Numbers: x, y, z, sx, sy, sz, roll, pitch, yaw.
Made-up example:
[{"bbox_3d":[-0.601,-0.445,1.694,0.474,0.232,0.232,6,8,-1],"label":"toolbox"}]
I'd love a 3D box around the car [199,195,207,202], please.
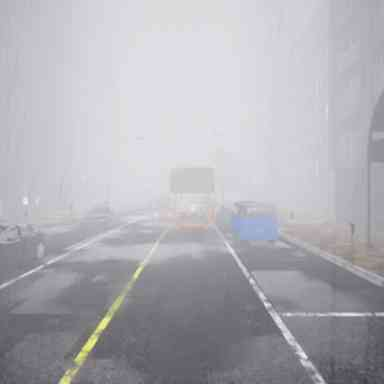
[{"bbox_3d":[2.688,1.475,55.021,2.008,1.369,4.403,0,0,0],"label":"car"}]

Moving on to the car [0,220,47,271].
[{"bbox_3d":[-5.691,1.539,9.484,2.008,1.369,4.403,0,0,0],"label":"car"}]

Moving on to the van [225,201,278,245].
[{"bbox_3d":[2.689,1.322,15.174,1.690,1.788,3.998,0,0,0],"label":"van"}]

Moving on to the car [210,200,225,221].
[{"bbox_3d":[2.689,1.549,26.559,1.802,1.307,4.206,0,0,0],"label":"car"}]

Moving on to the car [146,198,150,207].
[{"bbox_3d":[-5.693,1.486,49.332,2.008,1.369,4.403,0,0,0],"label":"car"}]

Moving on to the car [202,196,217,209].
[{"bbox_3d":[2.688,1.526,43.636,1.802,1.307,4.206,0,0,0],"label":"car"}]

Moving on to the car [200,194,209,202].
[{"bbox_3d":[2.687,1.320,72.098,1.967,1.590,4.097,0,0,0],"label":"car"}]

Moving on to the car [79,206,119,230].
[{"bbox_3d":[-5.692,1.556,20.869,1.802,1.307,4.206,0,0,0],"label":"car"}]

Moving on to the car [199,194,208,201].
[{"bbox_3d":[2.687,1.304,77.791,1.967,1.590,4.097,0,0,0],"label":"car"}]

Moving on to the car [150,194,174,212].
[{"bbox_3d":[-3.096,1.305,37.132,2.097,1.767,4.553,0,0,0],"label":"car"}]

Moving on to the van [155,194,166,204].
[{"bbox_3d":[-5.693,1.252,60.717,1.690,1.788,3.998,0,0,0],"label":"van"}]

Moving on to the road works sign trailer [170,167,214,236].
[{"bbox_3d":[-0.001,0.442,18.192,2.380,3.560,2.880,0,0,0],"label":"road works sign trailer"}]
